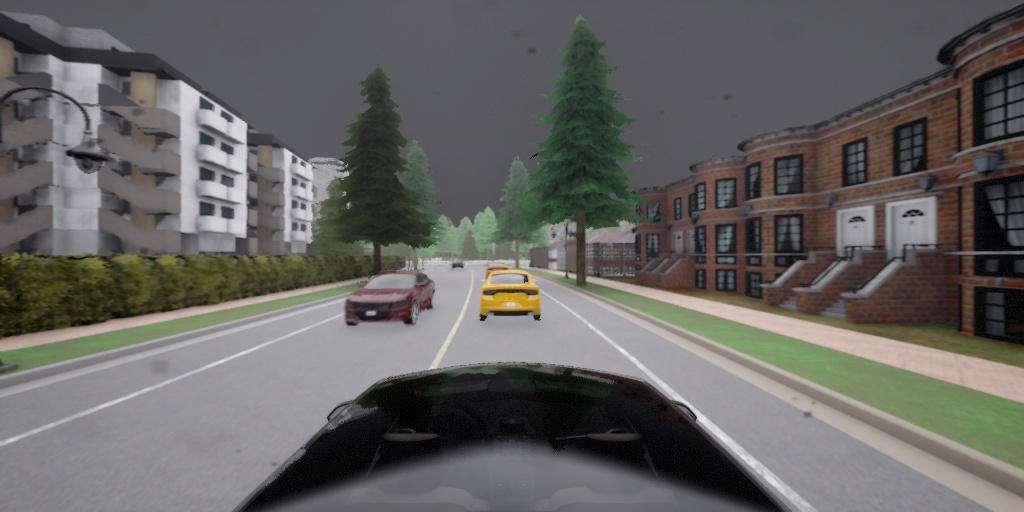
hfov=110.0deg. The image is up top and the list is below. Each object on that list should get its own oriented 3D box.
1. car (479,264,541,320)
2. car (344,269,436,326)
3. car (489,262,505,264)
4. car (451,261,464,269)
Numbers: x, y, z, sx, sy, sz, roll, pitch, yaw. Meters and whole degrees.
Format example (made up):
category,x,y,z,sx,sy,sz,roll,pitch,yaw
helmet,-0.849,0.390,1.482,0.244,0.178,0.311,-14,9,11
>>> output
category,x,y,z,sx,sy,sz,roll,pitch,yaw
car,-0.100,1.231,12.687,1.882,1.535,5.008,0,0,-2
car,-3.786,1.236,11.922,1.882,1.535,5.008,0,0,-2
car,-1.318,1.237,31.119,1.882,1.535,5.008,0,0,-5
car,-8.490,1.433,55.951,1.895,1.301,4.718,0,0,-11
